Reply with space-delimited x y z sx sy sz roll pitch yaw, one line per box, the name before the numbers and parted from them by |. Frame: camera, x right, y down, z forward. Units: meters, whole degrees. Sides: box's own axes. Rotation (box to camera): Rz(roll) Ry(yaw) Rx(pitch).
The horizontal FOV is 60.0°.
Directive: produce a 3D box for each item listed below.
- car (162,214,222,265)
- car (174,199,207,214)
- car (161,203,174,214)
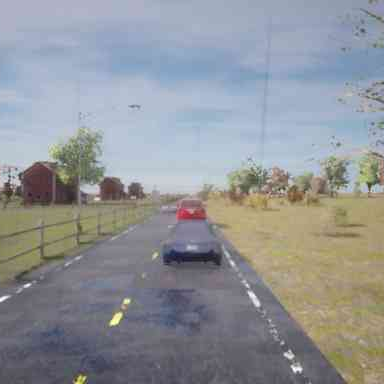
car | 0.025 1.720 12.353 1.994 1.385 4.181 0 -1 0
car | -0.012 1.546 26.244 2.150 2.045 5.566 0 0 0
car | -2.865 2.114 42.725 1.895 1.301 4.718 0 -1 0
